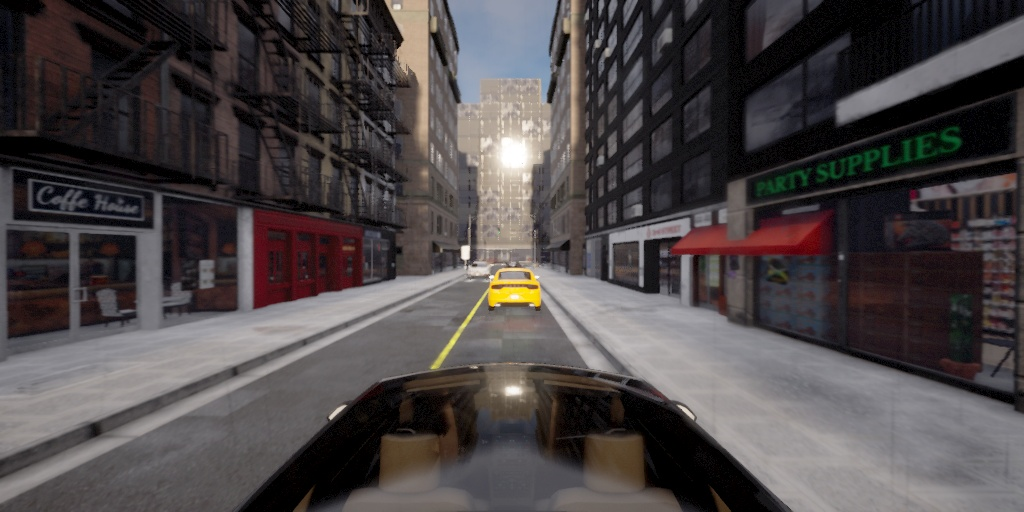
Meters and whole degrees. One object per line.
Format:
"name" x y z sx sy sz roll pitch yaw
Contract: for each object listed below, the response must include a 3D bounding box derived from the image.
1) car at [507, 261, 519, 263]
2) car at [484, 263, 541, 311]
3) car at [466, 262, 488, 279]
"car" 0.093 1.229 33.955 1.812 1.442 4.674 0 0 0
"car" 0.098 1.219 14.515 1.882 1.535 5.008 0 0 0
"car" -2.850 1.234 31.997 1.812 1.442 4.674 0 0 0
